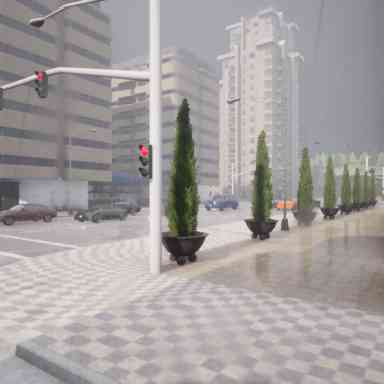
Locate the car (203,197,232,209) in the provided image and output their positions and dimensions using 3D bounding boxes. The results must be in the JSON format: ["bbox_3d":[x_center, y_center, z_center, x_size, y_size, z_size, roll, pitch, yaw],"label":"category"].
[{"bbox_3d":[3.720,1.560,47.781,1.837,1.490,4.892,0,0,35],"label":"car"}]

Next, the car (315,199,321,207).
[{"bbox_3d":[17.529,1.533,49.049,1.882,1.535,5.008,0,0,35],"label":"car"}]

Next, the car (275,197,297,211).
[{"bbox_3d":[12.270,1.407,41.392,2.097,1.767,4.553,0,0,35],"label":"car"}]

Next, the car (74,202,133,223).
[{"bbox_3d":[-7.047,1.619,26.072,1.994,1.385,4.181,0,0,35],"label":"car"}]

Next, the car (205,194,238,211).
[{"bbox_3d":[3.806,1.277,41.774,2.150,2.045,5.566,0,0,35],"label":"car"}]

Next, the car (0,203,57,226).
[{"bbox_3d":[-12.318,1.581,24.559,1.812,1.442,4.674,0,0,35],"label":"car"}]

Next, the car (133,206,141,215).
[{"bbox_3d":[-7.167,1.656,32.060,1.895,1.301,4.718,0,0,35],"label":"car"}]

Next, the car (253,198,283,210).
[{"bbox_3d":[10.304,1.603,44.710,2.033,1.411,5.357,0,0,35],"label":"car"}]
